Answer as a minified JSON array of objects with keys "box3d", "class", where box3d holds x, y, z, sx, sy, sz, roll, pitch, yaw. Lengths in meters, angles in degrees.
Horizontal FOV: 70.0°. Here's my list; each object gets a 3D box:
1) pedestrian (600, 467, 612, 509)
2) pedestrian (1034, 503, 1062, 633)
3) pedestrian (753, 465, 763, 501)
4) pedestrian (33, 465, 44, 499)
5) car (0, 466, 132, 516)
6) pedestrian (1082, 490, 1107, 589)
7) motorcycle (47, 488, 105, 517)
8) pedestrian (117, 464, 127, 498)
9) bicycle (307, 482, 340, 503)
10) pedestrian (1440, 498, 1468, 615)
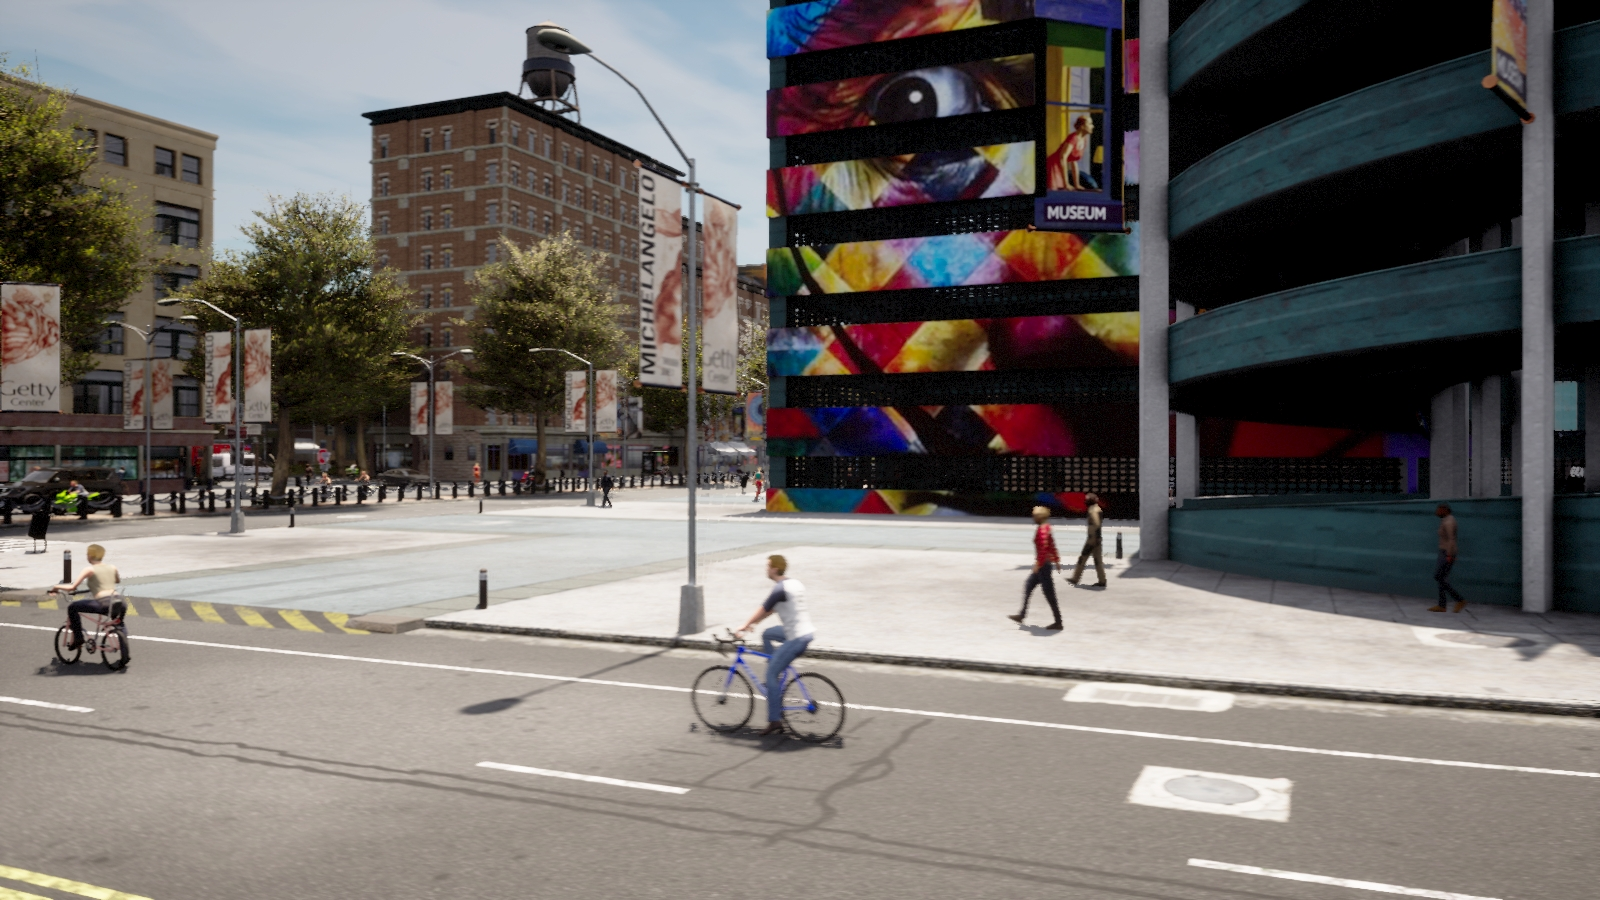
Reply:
[{"box3d":[-8.871,1.733,52.227,0.375,1.860,0.375,0,0,29],"class":"pedestrian"},{"box3d":[3.632,1.710,16.734,0.375,1.860,0.375,0,0,17],"class":"pedestrian"},{"box3d":[-2.180,1.741,59.526,0.375,1.860,0.375,0,0,25],"class":"pedestrian"},{"box3d":[-41.320,1.732,61.988,0.375,1.860,0.375,0,0,23],"class":"pedestrian"},{"box3d":[-33.832,1.810,52.111,2.150,2.045,5.566,0,0,24],"class":"car"},{"box3d":[5.681,1.715,22.041,0.375,1.860,0.375,0,0,33],"class":"pedestrian"},{"box3d":[-31.235,2.242,49.329,0.803,1.145,2.033,0,0,24],"class":"motorcycle"},{"box3d":[-37.673,1.734,63.497,0.375,1.860,0.375,0,0,36],"class":"pedestrian"},{"box3d":[-25.773,2.296,61.830,0.859,1.080,1.487,0,0,24],"class":"bicycle"},{"box3d":[10.621,1.713,18.555,0.375,1.860,0.375,0,0,28],"class":"pedestrian"}]
